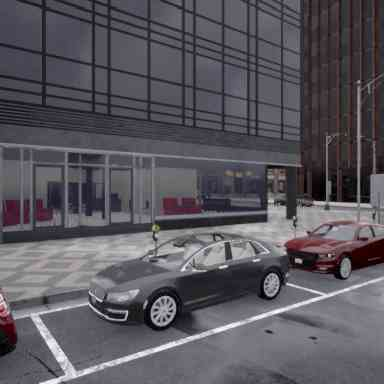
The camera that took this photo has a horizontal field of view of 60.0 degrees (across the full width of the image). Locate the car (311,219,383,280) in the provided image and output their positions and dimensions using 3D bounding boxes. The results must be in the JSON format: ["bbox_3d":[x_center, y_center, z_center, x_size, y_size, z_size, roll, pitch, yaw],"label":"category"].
[{"bbox_3d":[4.594,1.545,9.940,4.507,1.381,1.887,0,0,-36],"label":"car"}]

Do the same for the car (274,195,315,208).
[{"bbox_3d":[11.751,1.050,38.378,1.837,1.490,4.892,0,1,-36],"label":"car"}]

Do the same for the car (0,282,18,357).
[{"bbox_3d":[-4.284,1.440,3.593,4.097,1.590,1.967,0,0,-36],"label":"car"}]

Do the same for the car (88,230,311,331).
[{"bbox_3d":[0.155,1.551,6.767,4.403,1.369,2.008,0,0,-36],"label":"car"}]
